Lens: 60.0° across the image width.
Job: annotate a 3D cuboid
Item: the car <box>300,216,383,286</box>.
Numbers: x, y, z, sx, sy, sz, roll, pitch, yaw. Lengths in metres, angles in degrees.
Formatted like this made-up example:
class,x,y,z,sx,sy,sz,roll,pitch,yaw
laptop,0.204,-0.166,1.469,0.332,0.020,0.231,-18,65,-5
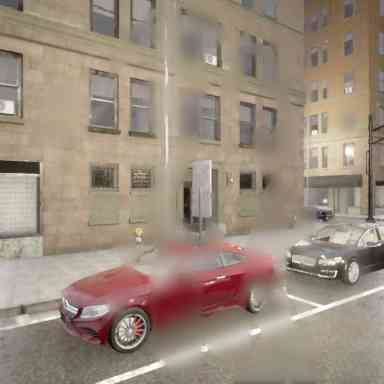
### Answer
class,x,y,z,sx,sy,sz,roll,pitch,yaw
car,4.462,1.550,9.343,4.403,1.369,2.008,0,0,-35

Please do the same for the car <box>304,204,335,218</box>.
class,x,y,z,sx,sy,sz,roll,pitch,yaw
car,8.246,1.516,25.155,1.895,1.301,4.718,0,0,-35

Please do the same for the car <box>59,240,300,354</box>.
class,x,y,z,sx,sy,sz,roll,pitch,yaw
car,-0.172,1.582,6.055,4.206,1.307,1.802,0,0,-35
